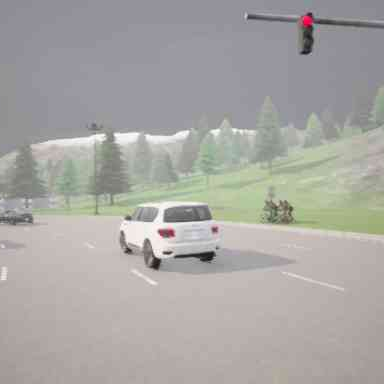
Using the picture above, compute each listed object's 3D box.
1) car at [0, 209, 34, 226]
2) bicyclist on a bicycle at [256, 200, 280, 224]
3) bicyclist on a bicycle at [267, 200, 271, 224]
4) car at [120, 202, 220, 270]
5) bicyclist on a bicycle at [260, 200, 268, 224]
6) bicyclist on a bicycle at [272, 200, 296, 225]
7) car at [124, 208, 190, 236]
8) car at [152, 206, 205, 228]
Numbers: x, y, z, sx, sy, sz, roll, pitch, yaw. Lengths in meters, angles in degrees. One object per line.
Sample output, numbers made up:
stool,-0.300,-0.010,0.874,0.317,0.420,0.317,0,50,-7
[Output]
car,-17.041,2.415,32.024,4.674,1.442,1.812,-2,-1,36
bicyclist on a bicycle,5.422,1.384,23.582,1.656,1.620,0.582,-2,-1,-31
bicyclist on a bicycle,6.096,1.350,22.428,1.656,1.620,0.582,-2,-1,-30
car,-1.048,1.385,12.121,2.150,2.045,5.566,-1,-1,-25
bicyclist on a bicycle,5.648,1.373,23.198,1.656,1.620,0.582,-2,-1,-30
bicyclist on a bicycle,6.319,1.339,22.042,1.656,1.620,0.582,-2,-1,-30
car,-2.485,1.864,21.968,2.033,1.411,5.357,-1,-1,-34
car,-1.132,1.842,25.906,1.812,1.442,4.674,-1,-1,-36
